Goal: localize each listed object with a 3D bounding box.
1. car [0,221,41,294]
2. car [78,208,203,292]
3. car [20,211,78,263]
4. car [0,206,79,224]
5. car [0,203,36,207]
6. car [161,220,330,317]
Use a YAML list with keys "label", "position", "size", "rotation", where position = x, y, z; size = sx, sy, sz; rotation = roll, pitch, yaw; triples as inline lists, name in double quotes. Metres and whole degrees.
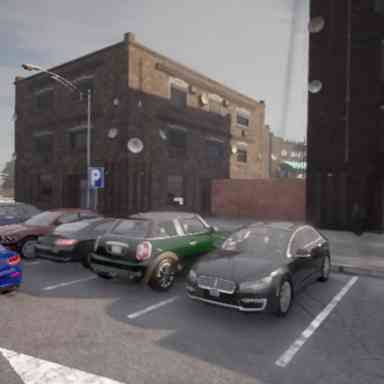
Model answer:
- label: "car"
  position: [-5.552, 1.425, 7.336]
  size: [4.674, 1.442, 1.812]
  rotation: [2, 1, 35]
- label: "car"
  position: [-0.475, 1.317, 9.251]
  size: [2.185, 1.767, 4.553]
  rotation: [1, 0, 35]
- label: "car"
  position: [-2.705, 1.459, 10.876]
  size: [2.002, 1.452, 4.674]
  rotation: [1, 0, 35]
- label: "car"
  position: [-4.945, 1.396, 12.481]
  size: [2.097, 1.535, 5.008]
  rotation: [1, 0, 35]
- label: "car"
  position: [-7.215, 1.243, 14.053]
  size: [2.185, 1.767, 4.553]
  rotation: [1, 0, 35]
- label: "car"
  position: [1.796, 1.464, 7.680]
  size: [2.231, 1.521, 4.892]
  rotation: [1, 0, 35]
